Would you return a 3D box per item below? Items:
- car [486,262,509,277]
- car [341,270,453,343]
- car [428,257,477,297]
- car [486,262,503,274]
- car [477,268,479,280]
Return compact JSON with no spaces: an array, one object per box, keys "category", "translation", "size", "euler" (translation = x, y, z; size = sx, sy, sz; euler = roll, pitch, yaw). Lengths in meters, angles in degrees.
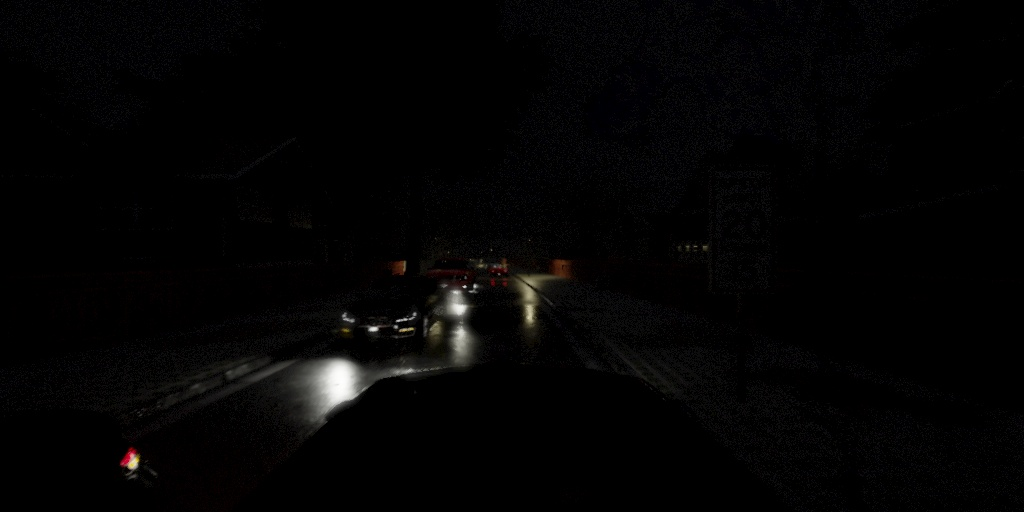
[{"category":"car","translation":[-1.430,1.505,37.046],"size":[1.895,1.301,4.718],"euler":[0,0,-5]},{"category":"car","translation":[-2.994,1.312,10.025],"size":[1.837,1.490,4.892],"euler":[0,0,-1]},{"category":"car","translation":[-3.321,1.077,20.043],"size":[2.150,2.045,5.566],"euler":[0,0,-3]},{"category":"car","translation":[-2.378,1.486,47.488],"size":[2.033,1.411,5.357],"euler":[0,0,-6]},{"category":"car","translation":[-3.845,1.387,30.453],"size":[2.128,1.511,4.902],"euler":[0,0,-3]}]
